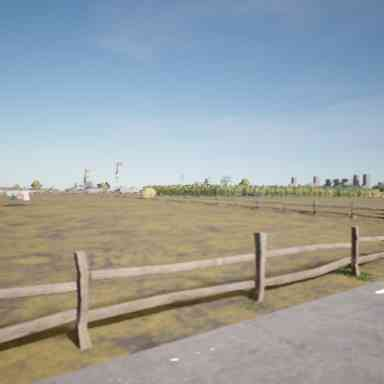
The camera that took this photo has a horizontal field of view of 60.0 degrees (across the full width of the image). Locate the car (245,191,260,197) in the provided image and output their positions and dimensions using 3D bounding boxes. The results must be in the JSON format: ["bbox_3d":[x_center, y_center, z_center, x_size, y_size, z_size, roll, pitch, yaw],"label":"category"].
[{"bbox_3d":[14.426,0.626,77.206,1.837,1.490,4.892,2,0,-35],"label":"car"}]
